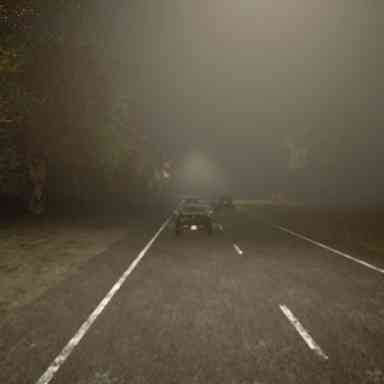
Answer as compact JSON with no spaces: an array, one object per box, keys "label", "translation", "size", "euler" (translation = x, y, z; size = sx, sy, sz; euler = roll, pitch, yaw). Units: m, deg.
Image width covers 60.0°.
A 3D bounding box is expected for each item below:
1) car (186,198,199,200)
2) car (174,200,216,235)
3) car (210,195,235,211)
[{"label":"car","translation":[0.067,1.333,36.435],"size":[2.033,1.411,5.357],"euler":[0,0,0]},{"label":"car","translation":[0.081,1.401,17.913],"size":[1.837,1.490,4.892],"euler":[0,0,0]},{"label":"car","translation":[3.455,1.128,36.309],"size":[2.097,1.767,4.553],"euler":[0,0,0]}]
